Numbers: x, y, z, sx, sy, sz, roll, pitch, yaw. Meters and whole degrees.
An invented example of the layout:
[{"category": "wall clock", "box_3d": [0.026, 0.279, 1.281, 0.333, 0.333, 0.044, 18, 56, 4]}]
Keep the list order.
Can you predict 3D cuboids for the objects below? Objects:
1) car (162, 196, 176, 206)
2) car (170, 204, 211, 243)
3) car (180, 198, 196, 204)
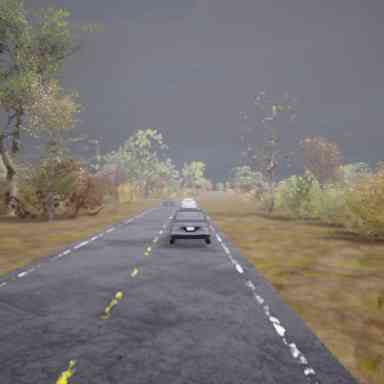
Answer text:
[{"category": "car", "box_3d": [-3.710, 1.472, 53.923, 1.837, 1.490, 4.892, 0, -1, -2]}, {"category": "car", "box_3d": [-0.102, 1.539, 16.045, 2.033, 1.411, 5.357, 0, 0, -1]}, {"category": "car", "box_3d": [-0.445, 1.503, 40.457, 1.812, 1.442, 4.674, 0, 0, -1]}]
